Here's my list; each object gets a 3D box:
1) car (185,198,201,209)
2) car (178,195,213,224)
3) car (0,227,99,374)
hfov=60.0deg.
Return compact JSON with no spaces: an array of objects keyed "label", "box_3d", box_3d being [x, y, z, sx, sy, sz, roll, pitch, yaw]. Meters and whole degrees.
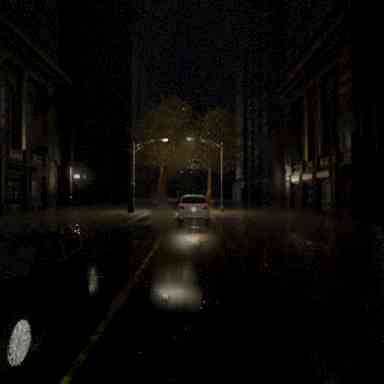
[{"label":"car","box_3d":[0.122,1.574,45.334,1.994,1.385,4.181,0,0,0]},{"label":"car","box_3d":[0.112,1.223,24.678,2.150,2.045,5.566,0,0,0]},{"label":"car","box_3d":[-3.094,1.478,5.818,1.882,1.535,5.008,0,0,0]}]
